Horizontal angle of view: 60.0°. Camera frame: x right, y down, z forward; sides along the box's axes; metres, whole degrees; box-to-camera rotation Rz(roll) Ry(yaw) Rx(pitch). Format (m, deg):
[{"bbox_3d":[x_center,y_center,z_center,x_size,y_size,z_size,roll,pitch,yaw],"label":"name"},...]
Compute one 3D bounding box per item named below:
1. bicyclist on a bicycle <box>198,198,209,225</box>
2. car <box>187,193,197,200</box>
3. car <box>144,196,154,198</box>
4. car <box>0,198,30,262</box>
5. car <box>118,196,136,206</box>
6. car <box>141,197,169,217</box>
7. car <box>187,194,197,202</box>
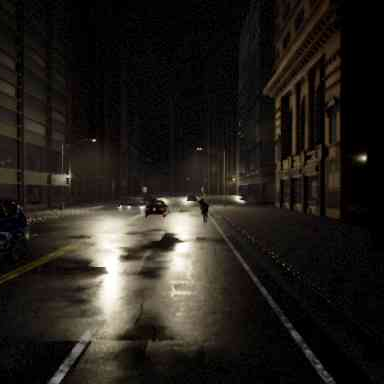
[{"bbox_3d":[0.896,1.422,22.151,0.582,1.620,1.656,0,0,0],"label":"bicyclist on a bicycle"},{"bbox_3d":[0.001,1.147,80.667,2.128,1.511,4.902,0,1,0],"label":"car"},{"bbox_3d":[-6.567,1.336,50.736,1.837,1.490,4.892,0,0,0],"label":"car"},{"bbox_3d":[-6.600,1.215,9.084,2.150,2.045,5.566,0,0,0],"label":"car"},{"bbox_3d":[-9.811,1.378,50.723,2.033,1.411,5.357,0,0,1],"label":"car"},{"bbox_3d":[-3.149,1.486,30.424,2.033,1.411,5.357,0,0,0],"label":"car"},{"bbox_3d":[0.023,1.274,69.263,1.994,1.385,4.181,0,0,0],"label":"car"}]
